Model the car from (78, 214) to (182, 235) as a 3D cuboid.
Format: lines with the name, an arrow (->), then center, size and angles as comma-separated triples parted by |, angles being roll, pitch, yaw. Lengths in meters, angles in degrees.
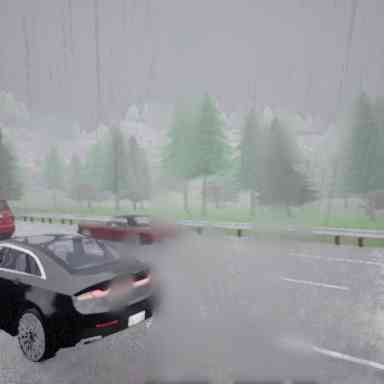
car -> -2.871, 1.627, 14.455 | 4.718, 1.301, 1.895 | 0, 0, 34

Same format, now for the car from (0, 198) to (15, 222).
car -> -10.367, 1.265, 15.148 | 5.566, 2.045, 2.150 | 0, 0, 33

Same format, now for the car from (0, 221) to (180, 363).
car -> -2.737, 1.505, 5.897 | 4.902, 1.511, 2.128 | 0, 0, 35
